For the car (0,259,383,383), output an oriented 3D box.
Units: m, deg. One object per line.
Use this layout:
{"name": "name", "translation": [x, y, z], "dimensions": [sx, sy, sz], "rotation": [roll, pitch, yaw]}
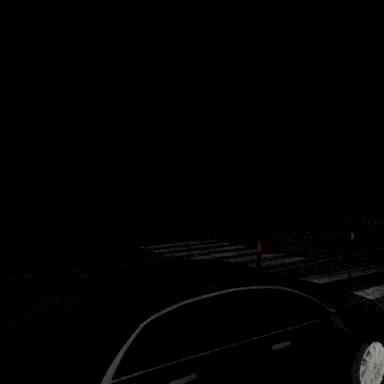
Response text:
{"name": "car", "translation": [0.232, 1.509, 3.506], "dimensions": [4.892, 1.490, 1.837], "rotation": [0, 0, -34]}
